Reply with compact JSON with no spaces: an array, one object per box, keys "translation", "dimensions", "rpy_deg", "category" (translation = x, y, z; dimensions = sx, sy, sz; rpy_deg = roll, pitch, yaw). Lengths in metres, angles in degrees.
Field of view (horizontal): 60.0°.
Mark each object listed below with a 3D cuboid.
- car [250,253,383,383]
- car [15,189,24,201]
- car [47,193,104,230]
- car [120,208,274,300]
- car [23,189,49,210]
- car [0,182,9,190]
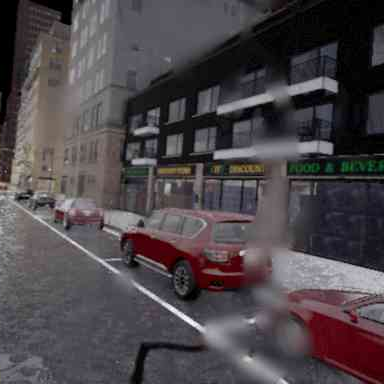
[{"translation":[2.843,1.805,3.962],"dimensions":[1.802,1.307,4.206],"rpy_deg":[4,0,-33],"category":"car"},{"translation":[-18.133,0.295,36.223],"dimensions":[1.947,1.339,4.313],"rpy_deg":[4,0,-33],"category":"car"},{"translation":[-6.137,1.021,17.789],"dimensions":[1.967,1.590,4.097],"rpy_deg":[4,0,-33],"category":"car"},{"translation":[-0.134,1.324,8.571],"dimensions":[2.192,1.841,5.009],"rpy_deg":[4,0,-33],"category":"car"},{"translation":[-12.138,0.705,27.006],"dimensions":[2.008,1.369,4.403],"rpy_deg":[4,0,-33],"category":"car"},{"translation":[-38.302,-1.229,67.313],"dimensions":[1.967,1.590,4.097],"rpy_deg":[4,0,-33],"category":"car"}]
